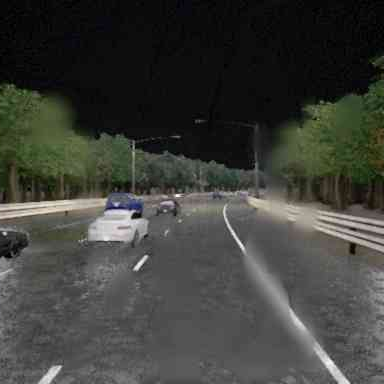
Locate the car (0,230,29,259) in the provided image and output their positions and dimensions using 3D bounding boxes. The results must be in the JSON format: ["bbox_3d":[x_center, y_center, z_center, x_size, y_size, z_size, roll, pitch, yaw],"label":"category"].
[{"bbox_3d":[-6.746,1.506,9.340,2.033,1.411,5.357,0,0,2],"label":"car"}]

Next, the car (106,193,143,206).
[{"bbox_3d":[-5.771,1.130,28.890,2.150,2.045,5.566,0,0,4],"label":"car"}]

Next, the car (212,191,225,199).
[{"bbox_3d":[6.929,0.838,90.229,2.150,2.045,5.566,0,0,13],"label":"car"}]

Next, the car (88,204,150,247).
[{"bbox_3d":[-3.064,1.473,14.543,1.812,1.442,4.674,0,0,2],"label":"car"}]

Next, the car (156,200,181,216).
[{"bbox_3d":[-2.111,1.435,30.759,1.812,1.442,4.674,0,0,4],"label":"car"}]
